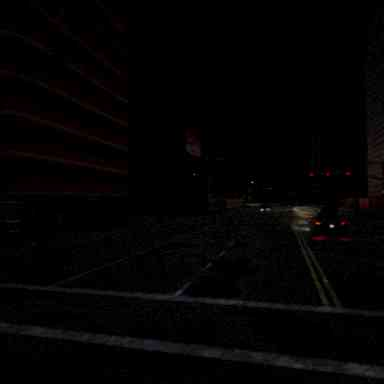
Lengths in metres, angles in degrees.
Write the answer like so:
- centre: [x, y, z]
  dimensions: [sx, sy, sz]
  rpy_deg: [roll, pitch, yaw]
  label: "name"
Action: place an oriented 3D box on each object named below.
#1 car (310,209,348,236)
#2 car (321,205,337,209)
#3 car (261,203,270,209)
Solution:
- centre: [9.015, 2.079, 22.153]
  dimensions: [1.994, 1.385, 4.181]
  rpy_deg: [-1, -1, 15]
  label: "car"
- centre: [19.408, 2.554, 47.083]
  dimensions: [2.128, 1.511, 4.902]
  rpy_deg: [-1, -1, 15]
  label: "car"
- centre: [19.231, 3.578, 86.790]
  dimensions: [1.812, 1.442, 4.674]
  rpy_deg: [-1, -1, 15]
  label: "car"
